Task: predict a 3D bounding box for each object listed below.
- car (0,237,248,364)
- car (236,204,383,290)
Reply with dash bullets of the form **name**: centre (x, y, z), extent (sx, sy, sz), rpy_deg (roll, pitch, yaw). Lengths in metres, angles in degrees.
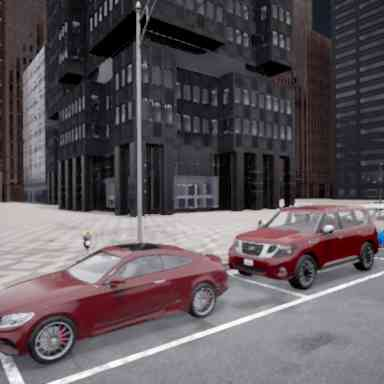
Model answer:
- **car**: centre (-1.188, 1.606, 5.850), extent (4.206, 1.307, 1.802), rpy_deg (0, 0, -37)
- **car**: centre (3.318, 1.318, 9.302), extent (5.009, 1.841, 2.192), rpy_deg (0, 0, -37)
